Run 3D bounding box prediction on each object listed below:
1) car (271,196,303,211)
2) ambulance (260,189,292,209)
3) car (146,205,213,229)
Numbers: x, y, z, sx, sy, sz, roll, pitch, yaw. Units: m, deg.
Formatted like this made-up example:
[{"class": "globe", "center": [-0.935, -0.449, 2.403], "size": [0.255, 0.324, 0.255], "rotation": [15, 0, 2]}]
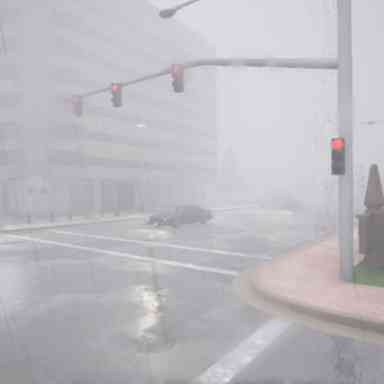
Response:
[{"class": "car", "center": [11.140, 1.435, 38.016], "size": [1.994, 1.385, 4.181], "rotation": [0, 0, 37]}, {"class": "ambulance", "center": [11.000, 0.891, 43.510], "size": [2.351, 2.431, 6.366], "rotation": [0, 0, 37]}, {"class": "car", "center": [-0.636, 1.564, 22.381], "size": [2.033, 1.411, 5.357], "rotation": [0, 0, 37]}]
